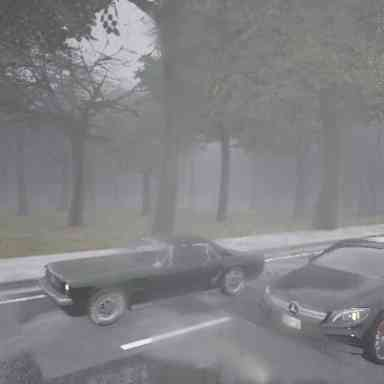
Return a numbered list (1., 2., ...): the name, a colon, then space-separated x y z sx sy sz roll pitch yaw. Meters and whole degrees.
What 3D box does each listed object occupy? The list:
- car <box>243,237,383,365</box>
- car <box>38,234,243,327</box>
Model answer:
1. car: 3.301 1.594 6.039 4.674 1.442 1.812 1 0 -36
2. car: -0.677 1.640 7.194 4.718 1.301 1.895 1 0 -36
